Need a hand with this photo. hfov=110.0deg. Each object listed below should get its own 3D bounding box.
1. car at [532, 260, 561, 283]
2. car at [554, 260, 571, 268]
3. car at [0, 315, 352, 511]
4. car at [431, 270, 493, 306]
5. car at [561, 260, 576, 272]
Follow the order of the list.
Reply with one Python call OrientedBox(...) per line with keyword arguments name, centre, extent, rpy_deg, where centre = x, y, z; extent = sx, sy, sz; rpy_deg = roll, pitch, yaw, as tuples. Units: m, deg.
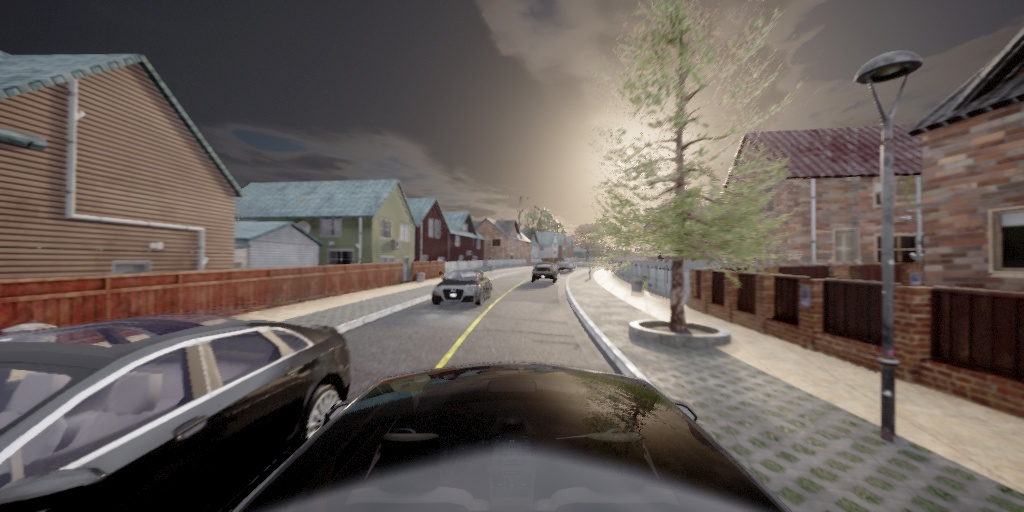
OrientedBox(name="car", centre=(2.666, 1.252, 28.445), extent=(1.837, 1.490, 4.892), rpy_deg=(0, 0, 10))
OrientedBox(name="car", centre=(8.528, 1.322, 59.824), extent=(1.895, 1.301, 4.718), rpy_deg=(0, 0, 20))
OrientedBox(name="car", centre=(-2.735, 1.229, 2.123), extent=(2.128, 1.511, 4.902), rpy_deg=(0, 0, 0))
OrientedBox(name="car", centre=(-2.046, 1.308, 15.670), extent=(1.994, 1.385, 4.181), rpy_deg=(0, 0, 6))
OrientedBox(name="car", centre=(7.045, 1.279, 46.452), extent=(2.033, 1.411, 5.357), rpy_deg=(0, 0, 17))
